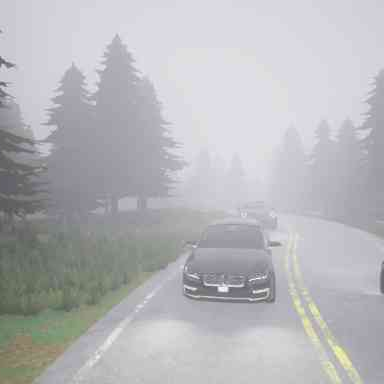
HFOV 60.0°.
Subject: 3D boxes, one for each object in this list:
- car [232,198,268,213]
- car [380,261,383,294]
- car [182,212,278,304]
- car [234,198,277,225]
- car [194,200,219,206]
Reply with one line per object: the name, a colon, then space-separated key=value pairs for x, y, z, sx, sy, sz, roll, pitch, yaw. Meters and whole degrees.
car: x=6.146 y=1.412 z=35.720 sx=1.837 sy=1.490 sz=4.892 roll=2 pitch=-1 yaw=-16
car: x=4.486 y=1.309 z=4.625 sx=2.097 sy=1.767 sz=4.553 roll=-1 pitch=0 yaw=8
car: x=1.077 y=1.496 z=8.390 sx=1.837 sy=1.490 sz=4.892 roll=-1 pitch=0 yaw=12
car: x=3.843 y=1.271 z=20.347 sx=2.097 sy=1.767 sz=4.553 roll=-1 pitch=0 yaw=5
car: x=1.848 y=1.799 z=44.838 sx=1.812 sy=1.442 sz=4.674 roll=3 pitch=-5 yaw=-35
